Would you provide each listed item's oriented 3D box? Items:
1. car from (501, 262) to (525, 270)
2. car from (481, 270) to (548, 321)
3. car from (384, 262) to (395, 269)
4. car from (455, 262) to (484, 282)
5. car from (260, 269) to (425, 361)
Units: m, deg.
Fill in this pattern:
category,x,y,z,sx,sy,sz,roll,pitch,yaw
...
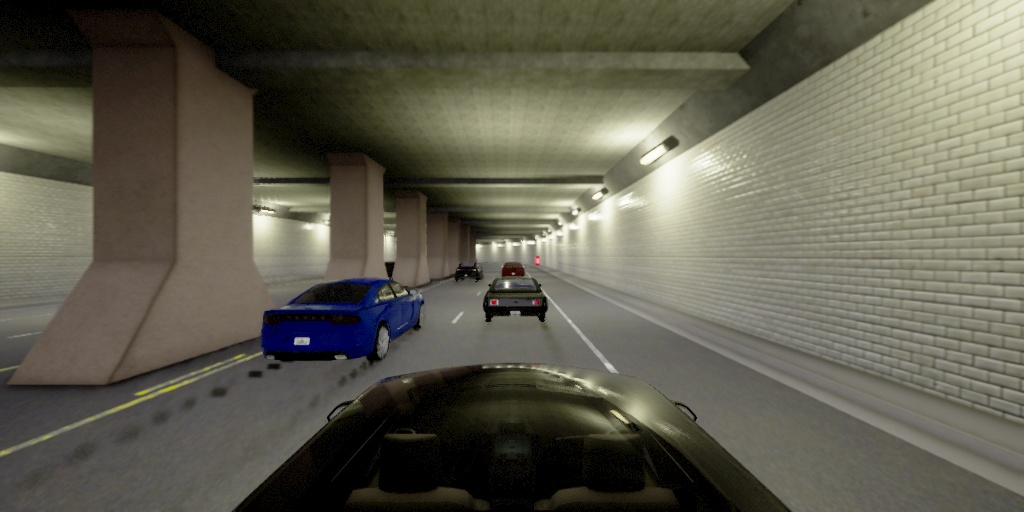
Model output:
category,x,y,z,sx,sy,sz,roll,pitch,yaw
car,0.105,1.226,30.484,1.882,1.535,5.008,0,0,0
car,0.102,1.350,12.420,1.895,1.301,4.718,0,0,0
car,-10.588,1.253,31.145,1.837,1.490,4.892,0,0,0
car,-3.393,1.240,28.859,2.128,1.511,4.902,0,0,0
car,-3.399,1.227,8.276,1.882,1.535,5.008,0,0,0
